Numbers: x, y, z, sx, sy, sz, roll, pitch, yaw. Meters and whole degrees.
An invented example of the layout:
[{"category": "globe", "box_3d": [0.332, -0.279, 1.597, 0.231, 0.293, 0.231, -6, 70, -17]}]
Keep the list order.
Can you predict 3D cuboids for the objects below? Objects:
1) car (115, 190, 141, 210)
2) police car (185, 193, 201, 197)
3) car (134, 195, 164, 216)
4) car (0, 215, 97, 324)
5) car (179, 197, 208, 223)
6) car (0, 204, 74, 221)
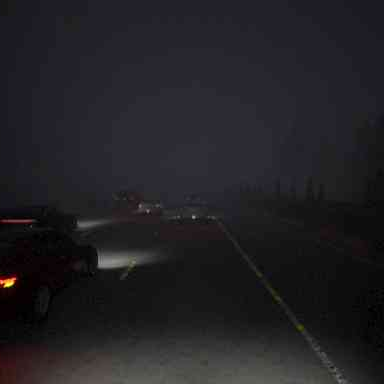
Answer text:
[{"category": "car", "box_3d": [-6.886, 0.804, 36.594, 2.150, 2.045, 5.566, 0, 0, 0]}, {"category": "police car", "box_3d": [0.117, 0.901, 43.313, 2.038, 1.542, 4.974, 0, 3, 0]}, {"category": "car", "box_3d": [-3.389, 1.213, 27.879, 1.812, 1.442, 4.674, 0, 0, 0]}, {"category": "car", "box_3d": [-3.398, 1.449, 6.835, 1.812, 1.442, 4.674, 0, 0, 0]}, {"category": "car", "box_3d": [0.108, 1.272, 22.540, 1.812, 1.442, 4.674, 0, 0, 0]}, {"category": "car", "box_3d": [-6.894, 1.318, 15.328, 2.128, 1.511, 4.902, 0, 0, 0]}]
